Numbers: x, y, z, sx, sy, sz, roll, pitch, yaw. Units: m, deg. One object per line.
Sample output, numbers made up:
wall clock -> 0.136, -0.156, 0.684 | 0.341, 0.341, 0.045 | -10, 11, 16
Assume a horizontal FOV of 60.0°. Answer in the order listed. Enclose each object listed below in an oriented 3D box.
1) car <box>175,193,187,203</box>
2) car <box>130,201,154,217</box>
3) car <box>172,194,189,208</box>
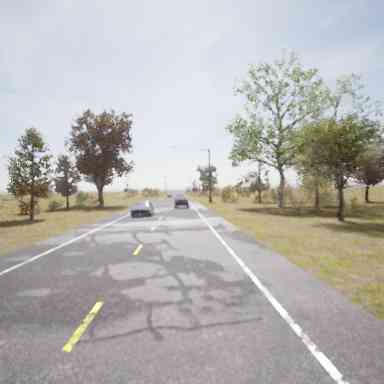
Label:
car -> -2.057, 1.177, 62.768 | 2.097, 1.767, 4.553 | -1, 0, -2
car -> -4.613, 1.545, 31.513 | 2.033, 1.411, 5.357 | -1, 0, -2
car -> -1.419, 1.376, 45.579 | 1.837, 1.490, 4.892 | -1, 0, -2
